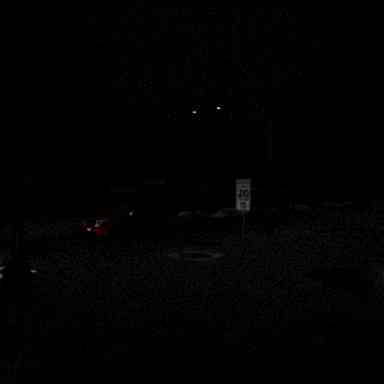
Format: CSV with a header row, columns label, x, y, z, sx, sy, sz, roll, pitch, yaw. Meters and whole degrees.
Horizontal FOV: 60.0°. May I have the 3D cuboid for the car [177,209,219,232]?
label,x,y,z,sx,sy,sz,roll,pitch,yaw
car,-0.217,1.817,21.961,1.802,1.307,4.206,-1,-1,35

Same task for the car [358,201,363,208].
label,x,y,z,sx,sy,sz,roll,pitch,yaw
car,34.186,2.635,70.419,1.947,1.339,4.313,-1,-1,35

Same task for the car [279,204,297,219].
label,x,y,z,sx,sy,sz,roll,pitch,yaw
car,9.165,2.031,35.177,1.947,1.339,4.313,-1,-1,35

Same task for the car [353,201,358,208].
label,x,y,z,sx,sy,sz,roll,pitch,yaw
car,31.058,2.576,66.013,1.802,1.307,4.206,-1,-1,35

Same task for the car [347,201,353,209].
label,x,y,z,sx,sy,sz,roll,pitch,yaw
car,27.931,2.485,61.608,1.947,1.339,4.313,-1,-1,35

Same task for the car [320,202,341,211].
label,x,y,z,sx,sy,sz,roll,pitch,yaw
car,21.676,2.319,52.798,2.008,1.369,4.403,-1,-1,35

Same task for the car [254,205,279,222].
label,x,y,z,sx,sy,sz,roll,pitch,yaw
car,6.038,1.954,30.772,1.947,1.339,4.313,-1,-1,35

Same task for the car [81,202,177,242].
label,x,y,z,sx,sy,sz,roll,pitch,yaw
car,-3.344,1.473,17.561,2.192,1.841,5.009,-1,-1,35

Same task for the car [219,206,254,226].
label,x,y,z,sx,sy,sz,roll,pitch,yaw
car,2.812,1.835,26.229,1.752,1.417,4.829,-1,-1,35

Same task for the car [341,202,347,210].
label,x,y,z,sx,sy,sz,roll,pitch,yaw
car,24.705,2.367,57.065,1.752,1.417,4.829,-1,-1,35

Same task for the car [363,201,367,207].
label,x,y,z,sx,sy,sz,roll,pitch,yaw
car,40.440,2.788,79.228,1.947,1.339,4.313,-1,-1,35

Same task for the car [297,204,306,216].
label,x,y,z,sx,sy,sz,roll,pitch,yaw
car,12.293,2.092,39.583,2.008,1.369,4.403,-1,-1,35
